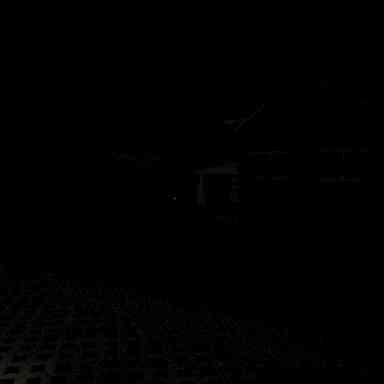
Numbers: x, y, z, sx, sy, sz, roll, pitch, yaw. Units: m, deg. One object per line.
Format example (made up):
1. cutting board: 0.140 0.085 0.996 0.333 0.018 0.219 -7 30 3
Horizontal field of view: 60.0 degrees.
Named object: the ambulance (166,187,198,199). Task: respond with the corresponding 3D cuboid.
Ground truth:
1. ambulance: -1.039 0.536 45.644 2.351 2.431 6.366 3 2 35
